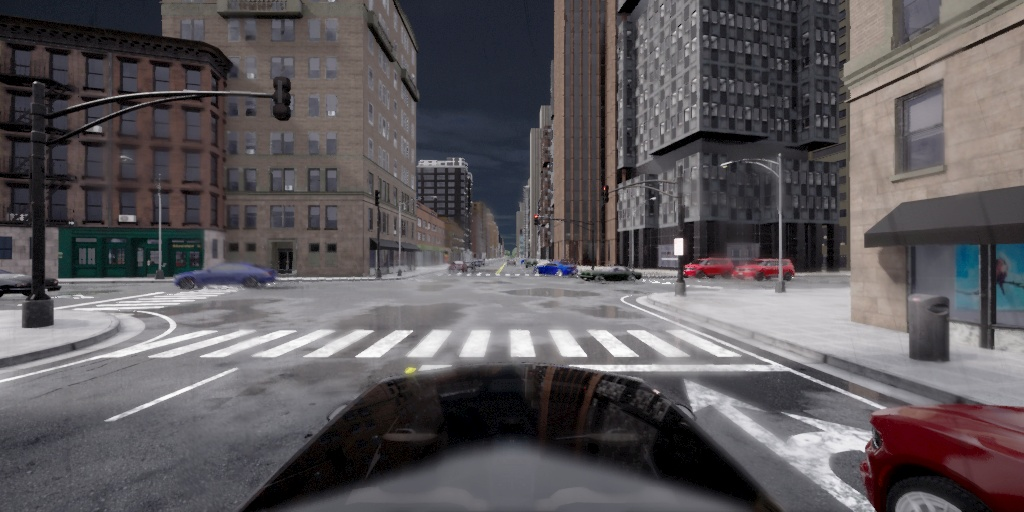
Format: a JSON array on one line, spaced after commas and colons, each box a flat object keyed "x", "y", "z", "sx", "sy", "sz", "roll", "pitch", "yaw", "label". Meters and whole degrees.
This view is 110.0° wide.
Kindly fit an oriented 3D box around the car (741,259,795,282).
[{"x": 23.397, "y": 1.277, "z": 33.256, "sx": 5.566, "sy": 2.045, "sz": 2.150, "roll": 1, "pitch": 0, "yaw": -16, "label": "car"}]

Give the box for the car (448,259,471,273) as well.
[{"x": -6.671, "y": 1.281, "z": 44.695, "sx": 1.812, "sy": 1.442, "sz": 4.674, "roll": 0, "pitch": 0, "yaw": 0, "label": "car"}]

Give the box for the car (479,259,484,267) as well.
[{"x": -6.672, "y": 1.322, "z": 64.618, "sx": 1.994, "sy": 1.385, "sz": 4.181, "roll": 0, "pitch": 0, "yaw": 0, "label": "car"}]

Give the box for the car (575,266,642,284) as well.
[{"x": 7.740, "y": 1.465, "z": 28.239, "sx": 4.718, "sy": 1.301, "sz": 1.895, "roll": 1, "pitch": 0, "yaw": -19, "label": "car"}]

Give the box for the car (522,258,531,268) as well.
[{"x": 3.251, "y": 1.110, "z": 61.016, "sx": 2.097, "sy": 1.767, "sz": 4.553, "roll": 0, "pitch": 0, "yaw": 0, "label": "car"}]

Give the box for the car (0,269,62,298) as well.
[{"x": -22.317, "y": 1.031, "z": 14.434, "sx": 5.357, "sy": 1.411, "sz": 2.033, "roll": 1, "pitch": 0, "yaw": -16, "label": "car"}]

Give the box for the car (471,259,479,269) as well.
[{"x": -6.682, "y": 1.249, "z": 54.656, "sx": 2.128, "sy": 1.511, "sz": 4.902, "roll": 0, "pitch": 0, "yaw": 0, "label": "car"}]

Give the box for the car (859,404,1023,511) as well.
[{"x": 3.353, "y": 1.228, "z": 0.392, "sx": 1.882, "sy": 1.535, "sz": 5.008, "roll": 0, "pitch": 0, "yaw": 0, "label": "car"}]

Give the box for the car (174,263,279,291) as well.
[{"x": -15.815, "y": 1.112, "z": 20.083, "sx": 4.674, "sy": 1.442, "sz": 1.812, "roll": 1, "pitch": 0, "yaw": -18, "label": "car"}]

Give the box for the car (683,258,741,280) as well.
[{"x": 19.188, "y": 1.253, "z": 35.402, "sx": 5.566, "sy": 2.045, "sz": 2.150, "roll": 1, "pitch": 0, "yaw": -16, "label": "car"}]

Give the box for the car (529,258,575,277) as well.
[{"x": 4.402, "y": 1.272, "z": 36.423, "sx": 1.882, "sy": 1.535, "sz": 5.008, "roll": -4, "pitch": 4, "yaw": -41, "label": "car"}]
